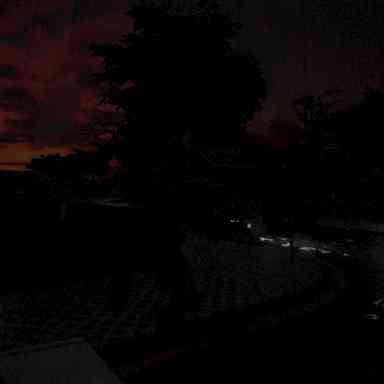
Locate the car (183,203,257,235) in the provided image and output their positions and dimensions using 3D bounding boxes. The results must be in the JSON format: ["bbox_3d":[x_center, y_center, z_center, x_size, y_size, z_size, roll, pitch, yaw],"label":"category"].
[{"bbox_3d":[1.398,1.356,18.185,2.128,1.511,4.902,-1,1,-35],"label":"car"}]

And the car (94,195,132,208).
[{"bbox_3d":[-7.160,1.289,30.532,1.812,1.442,4.674,-1,1,-35],"label":"car"}]

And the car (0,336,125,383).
[{"bbox_3d":[-2.431,1.602,1.221,4.718,1.301,1.895,0,0,-35],"label":"car"}]

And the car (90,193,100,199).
[{"bbox_3d":[-25.861,0.928,89.981,2.097,1.767,4.553,-1,0,5],"label":"car"}]

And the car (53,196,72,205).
[{"bbox_3d":[-18.385,1.242,47.214,1.895,1.301,4.718,-1,1,-31],"label":"car"}]
